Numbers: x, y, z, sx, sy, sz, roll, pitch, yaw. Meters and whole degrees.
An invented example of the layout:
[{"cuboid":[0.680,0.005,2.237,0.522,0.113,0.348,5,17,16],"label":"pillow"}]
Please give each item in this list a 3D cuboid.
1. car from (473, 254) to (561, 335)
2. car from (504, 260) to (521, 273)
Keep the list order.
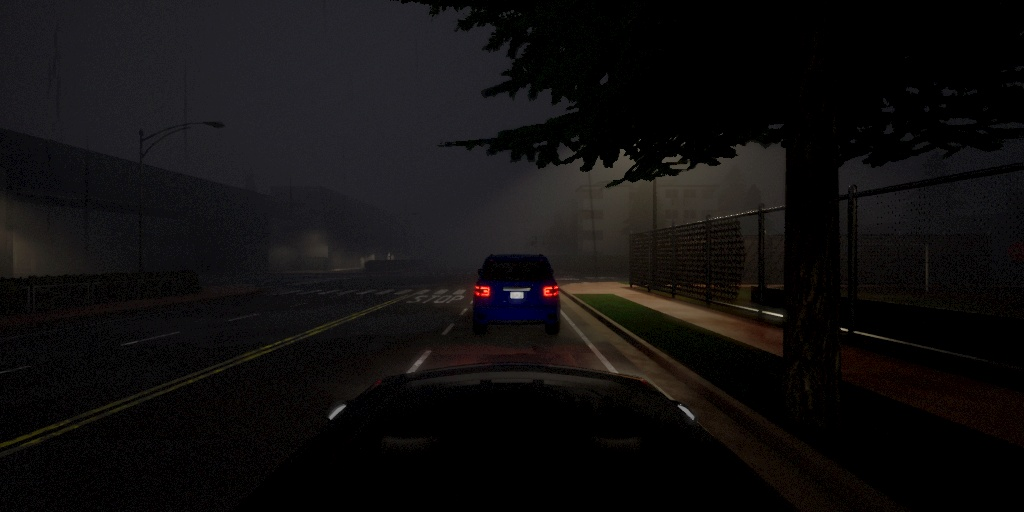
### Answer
[{"cuboid":[0.115,0.972,10.701,2.150,2.045,5.566,0,0,0],"label":"car"},{"cuboid":[0.025,1.242,45.576,2.128,1.511,4.902,0,0,0],"label":"car"}]
